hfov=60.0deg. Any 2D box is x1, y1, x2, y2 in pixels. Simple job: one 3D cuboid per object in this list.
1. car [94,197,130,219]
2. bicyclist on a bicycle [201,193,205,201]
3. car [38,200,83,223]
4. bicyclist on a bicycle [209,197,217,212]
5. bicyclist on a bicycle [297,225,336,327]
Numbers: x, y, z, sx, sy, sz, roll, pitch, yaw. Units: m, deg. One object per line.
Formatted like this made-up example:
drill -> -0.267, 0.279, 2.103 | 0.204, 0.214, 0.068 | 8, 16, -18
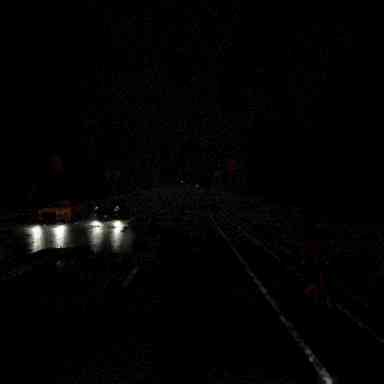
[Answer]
car -> -6.568, 1.257, 27.576 | 2.097, 1.767, 4.553 | 0, 0, 0
bicyclist on a bicycle -> 2.219, 0.953, 65.156 | 0.866, 1.612, 1.509 | 0, 1, 0
car -> -9.832, 1.397, 25.168 | 1.882, 1.535, 5.008 | 0, 0, 0
bicyclist on a bicycle -> 2.222, 1.300, 34.726 | 0.866, 1.612, 1.509 | 0, 0, 0
bicyclist on a bicycle -> 2.264, 1.445, 6.073 | 0.582, 1.620, 1.656 | 0, 0, 0
